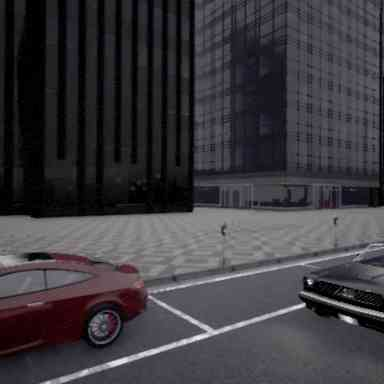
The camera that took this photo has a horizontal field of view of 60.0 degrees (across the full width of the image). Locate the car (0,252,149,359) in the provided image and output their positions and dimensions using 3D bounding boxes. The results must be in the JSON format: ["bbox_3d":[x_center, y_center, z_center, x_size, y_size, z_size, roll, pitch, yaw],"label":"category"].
[{"bbox_3d":[-2.655,1.585,4.754,4.206,1.307,1.802,0,0,-36],"label":"car"}]

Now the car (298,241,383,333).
[{"bbox_3d":[4.179,1.640,6.346,4.718,1.301,1.895,0,0,-35],"label":"car"}]
